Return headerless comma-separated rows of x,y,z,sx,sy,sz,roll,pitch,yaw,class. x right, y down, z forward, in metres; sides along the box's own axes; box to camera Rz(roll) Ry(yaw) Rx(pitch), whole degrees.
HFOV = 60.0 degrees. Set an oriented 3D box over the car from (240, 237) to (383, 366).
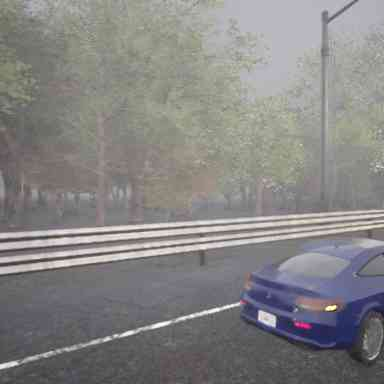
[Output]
2.880,1.527,5.779,4.674,1.442,1.812,0,0,-35,car
